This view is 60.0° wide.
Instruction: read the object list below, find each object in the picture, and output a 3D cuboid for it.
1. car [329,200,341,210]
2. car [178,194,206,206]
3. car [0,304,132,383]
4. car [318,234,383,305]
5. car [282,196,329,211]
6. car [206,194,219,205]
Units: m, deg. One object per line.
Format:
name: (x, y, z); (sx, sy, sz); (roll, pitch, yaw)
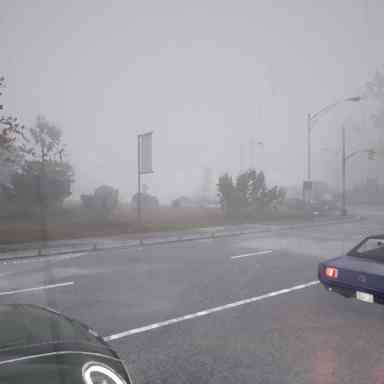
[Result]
car: (14.407, 1.245, 37.932); (2.128, 1.511, 4.902); (-1, 0, -39)
car: (-0.582, 1.299, 51.083); (1.837, 1.490, 4.892); (-1, 0, -39)
car: (-2.576, 1.352, 1.887); (4.553, 1.767, 2.097); (0, 0, -36)
car: (4.896, 1.573, 7.224); (4.718, 1.301, 1.895); (0, 0, -35)
car: (11.686, 1.289, 35.698); (1.837, 1.490, 4.892); (-1, 0, -38)
car: (2.295, 1.115, 53.089); (2.097, 1.767, 4.553); (-1, 0, -39)
